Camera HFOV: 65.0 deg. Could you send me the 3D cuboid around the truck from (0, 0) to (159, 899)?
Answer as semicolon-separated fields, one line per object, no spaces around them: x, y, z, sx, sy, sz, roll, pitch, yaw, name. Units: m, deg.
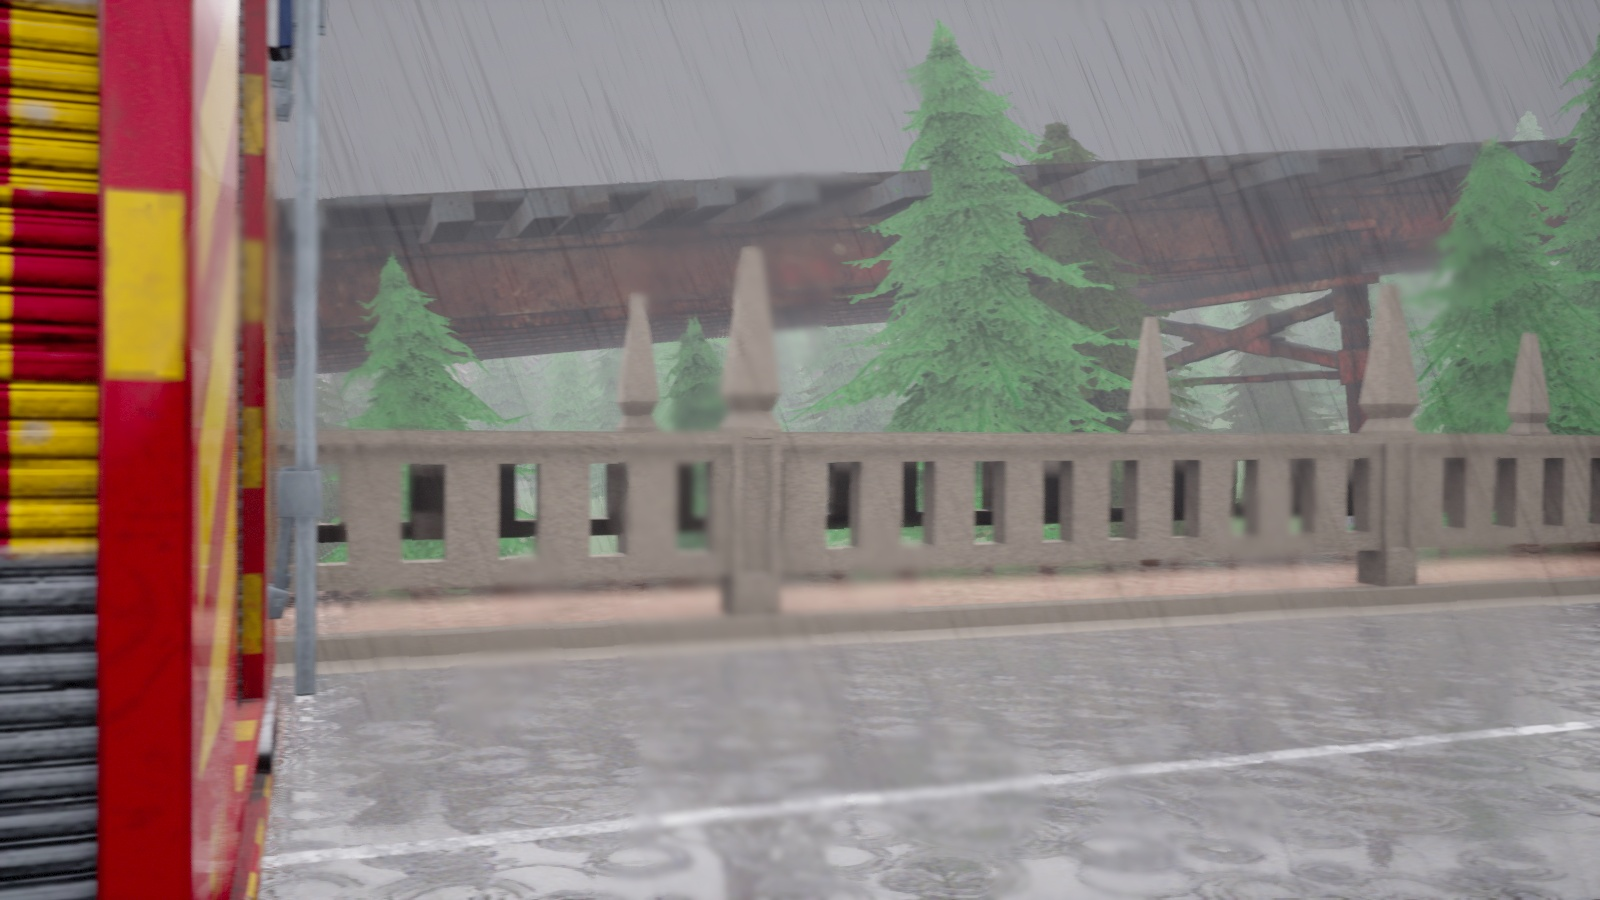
-5.514;-0.305;1.132;8.468;3.827;2.891;-1;1;-21;truck
